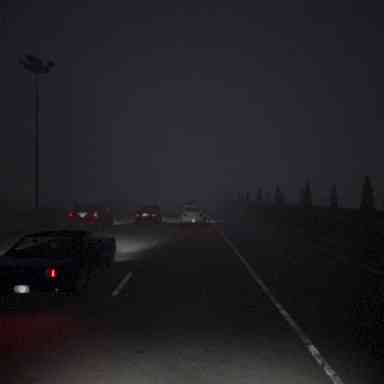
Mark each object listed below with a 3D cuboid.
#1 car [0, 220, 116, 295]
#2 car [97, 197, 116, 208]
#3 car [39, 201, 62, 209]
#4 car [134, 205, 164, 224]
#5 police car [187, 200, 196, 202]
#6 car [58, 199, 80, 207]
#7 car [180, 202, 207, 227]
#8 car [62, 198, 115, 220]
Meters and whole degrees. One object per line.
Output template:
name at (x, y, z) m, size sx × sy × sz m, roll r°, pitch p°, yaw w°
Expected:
car at (-3.400, 1.672, 8.892) m, size 1.895 × 1.301 × 4.718 m, roll 0°, pitch 0°, yaw 0°
car at (-14.557, 1.831, 56.890) m, size 2.097 × 1.767 × 4.553 m, roll 0°, pitch 0°, yaw -2°
car at (-17.695, 1.886, 42.582) m, size 2.033 × 1.411 × 5.357 m, roll 0°, pitch 0°, yaw -1°
car at (-3.401, 1.760, 26.869) m, size 2.033 × 1.411 × 5.357 m, roll 0°, pitch 0°, yaw 0°
police car at (-0.060, 1.836, 41.843) m, size 2.038 × 1.542 × 4.974 m, roll 0°, pitch 0°, yaw -1°
car at (-21.611, 1.923, 58.656) m, size 2.033 × 1.411 × 5.357 m, roll 0°, pitch 0°, yaw -2°
car at (0.098, 1.720, 24.557) m, size 1.812 × 1.442 × 4.674 m, roll 0°, pitch -1°, yaw 0°
car at (-6.900, 1.535, 23.077) m, size 2.097 × 1.767 × 4.553 m, roll 0°, pitch 0°, yaw 0°
